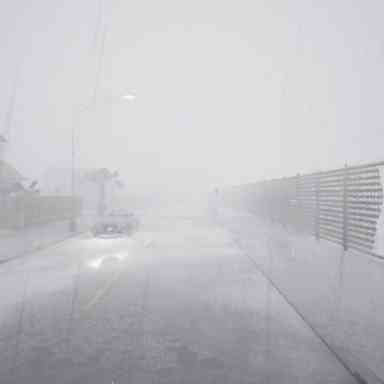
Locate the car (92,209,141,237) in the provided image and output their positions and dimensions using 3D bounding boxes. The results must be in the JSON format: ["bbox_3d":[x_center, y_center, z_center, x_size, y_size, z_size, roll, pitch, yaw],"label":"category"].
[{"bbox_3d":[-4.083,1.648,18.481,1.994,1.385,4.181,0,0,0],"label":"car"}]

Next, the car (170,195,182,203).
[{"bbox_3d":[-4.062,1.878,78.096,2.128,1.511,4.902,0,0,0],"label":"car"}]
